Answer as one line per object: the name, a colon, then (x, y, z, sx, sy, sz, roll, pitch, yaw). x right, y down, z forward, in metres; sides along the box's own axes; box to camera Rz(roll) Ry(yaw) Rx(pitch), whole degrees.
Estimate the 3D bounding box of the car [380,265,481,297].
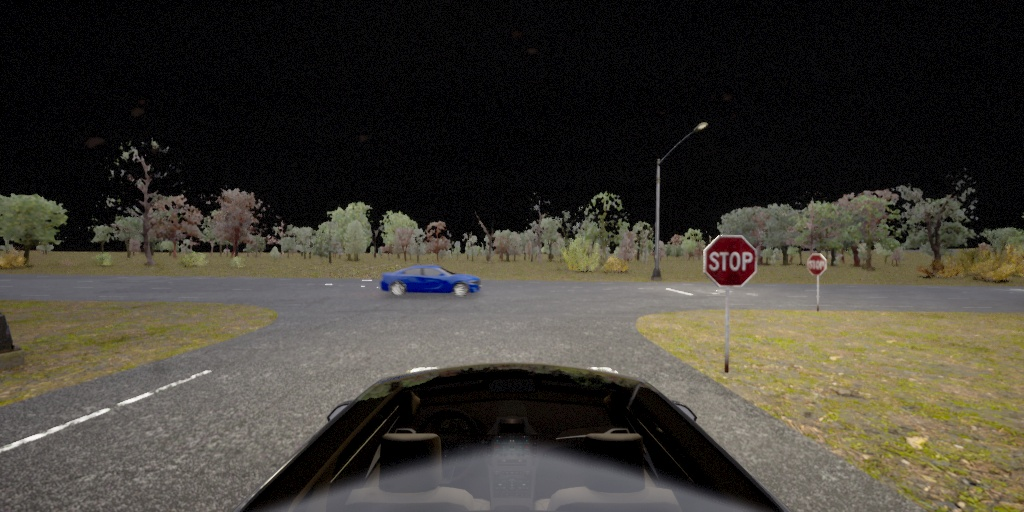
car: (-4.098, 1.220, 18.248, 5.008, 1.535, 1.882, 0, 0, 0)
